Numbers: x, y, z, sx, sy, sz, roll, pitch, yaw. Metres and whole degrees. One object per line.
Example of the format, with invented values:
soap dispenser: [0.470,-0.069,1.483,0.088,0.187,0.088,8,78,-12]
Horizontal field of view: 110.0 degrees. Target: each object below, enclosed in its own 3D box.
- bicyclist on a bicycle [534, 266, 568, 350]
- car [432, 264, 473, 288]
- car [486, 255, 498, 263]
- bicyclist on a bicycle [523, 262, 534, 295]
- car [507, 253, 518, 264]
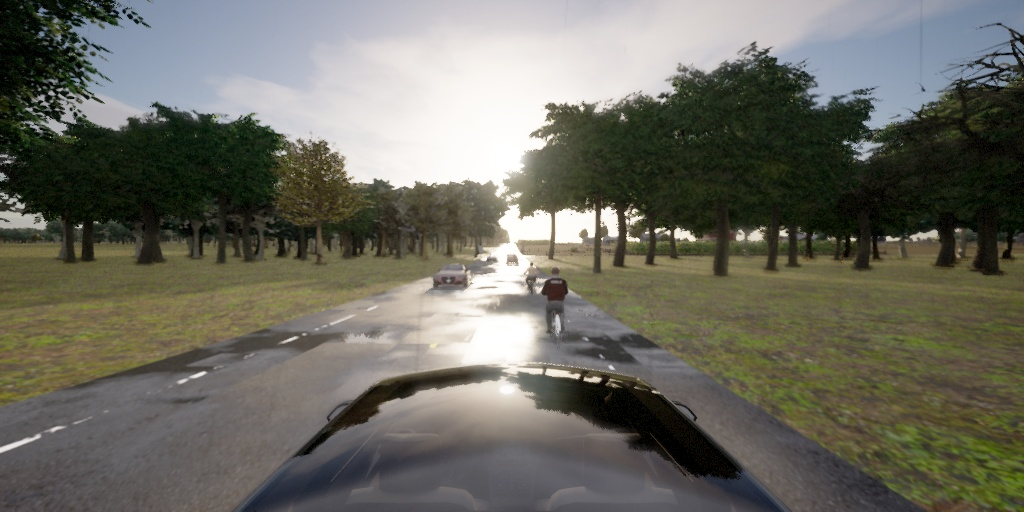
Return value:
bicyclist on a bicycle: [0.961,1.113,8.155,0.659,1.776,1.843,0,1,0]
car: [-3.607,1.187,22.353,1.994,1.385,4.181,0,1,0]
car: [-3.574,0.469,64.432,1.994,1.385,4.181,0,1,1]
bicyclist on a bicycle: [0.977,1.109,18.094,0.866,1.612,1.509,0,1,0]
car: [0.073,0.502,59.468,2.128,1.511,4.902,0,1,0]
